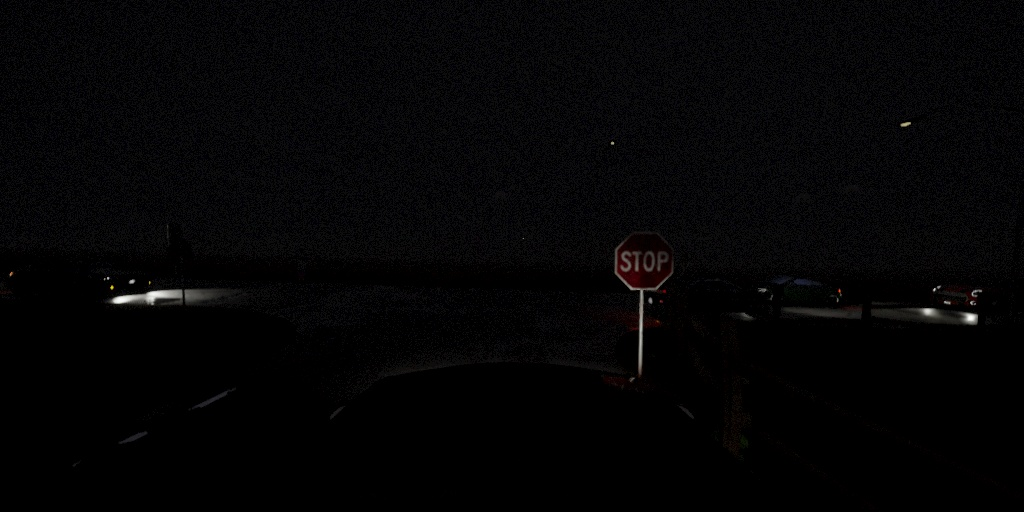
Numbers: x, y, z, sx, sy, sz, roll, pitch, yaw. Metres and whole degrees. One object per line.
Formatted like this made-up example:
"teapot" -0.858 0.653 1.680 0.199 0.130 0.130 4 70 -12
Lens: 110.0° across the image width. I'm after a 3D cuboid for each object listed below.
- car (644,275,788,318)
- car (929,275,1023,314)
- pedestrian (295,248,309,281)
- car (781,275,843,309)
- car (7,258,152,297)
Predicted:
"car" 7.712 1.548 14.186 4.902 1.511 2.128 1 2 -11
"car" 23.171 1.728 17.177 4.553 1.767 2.097 2 3 0
"pedestrian" -11.995 0.453 20.433 0.375 1.860 0.375 0 1 0
"car" 13.232 1.630 17.238 4.181 1.385 1.994 2 3 0
"car" -17.362 0.791 14.516 4.181 1.385 1.994 2 3 0
